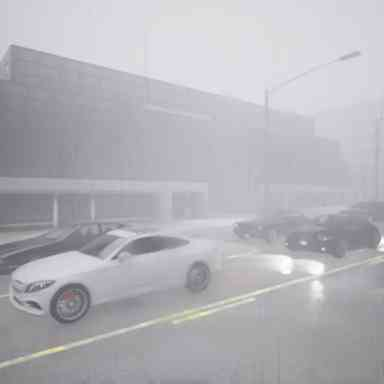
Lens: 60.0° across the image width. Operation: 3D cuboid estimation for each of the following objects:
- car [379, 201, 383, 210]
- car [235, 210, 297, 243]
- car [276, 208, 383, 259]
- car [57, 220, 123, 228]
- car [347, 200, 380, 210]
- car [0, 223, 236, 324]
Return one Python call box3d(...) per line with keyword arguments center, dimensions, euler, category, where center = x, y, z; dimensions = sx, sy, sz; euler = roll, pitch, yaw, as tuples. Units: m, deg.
box3d(center=(12.517, 1.316, 18.308), dimensions=(5.008, 1.535, 1.882), euler=(-2, 1, -38), category="car")
box3d(center=(4.212, 1.601, 16.250), dimensions=(4.718, 1.301, 1.895), euler=(-1, 0, -38), category="car")
box3d(center=(5.461, 1.552, 12.768), dimensions=(4.181, 1.385, 1.994), euler=(-1, 0, -37), category="car")
box3d(center=(-3.272, 1.612, 10.395), dimensions=(5.357, 1.411, 2.033), euler=(0, -1, -38), category="car")
box3d(center=(11.607, 1.308, 22.041), dimensions=(5.008, 1.535, 1.882), euler=(-2, 1, -38), category="car")
box3d(center=(-1.398, 1.560, 7.398), dimensions=(4.674, 1.442, 1.812), euler=(0, 0, -38), category="car")
